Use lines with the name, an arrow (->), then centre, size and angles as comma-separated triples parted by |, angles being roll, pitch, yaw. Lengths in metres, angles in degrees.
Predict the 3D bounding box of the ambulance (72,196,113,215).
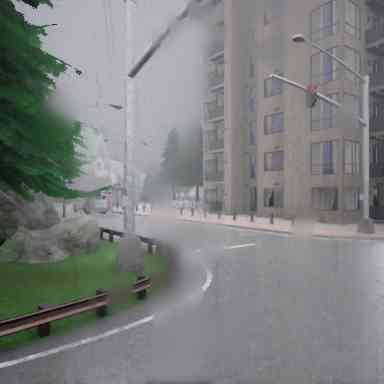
ambulance -> -10.533, 1.046, 34.524 | 2.351, 2.431, 6.366 | 0, 0, -36
